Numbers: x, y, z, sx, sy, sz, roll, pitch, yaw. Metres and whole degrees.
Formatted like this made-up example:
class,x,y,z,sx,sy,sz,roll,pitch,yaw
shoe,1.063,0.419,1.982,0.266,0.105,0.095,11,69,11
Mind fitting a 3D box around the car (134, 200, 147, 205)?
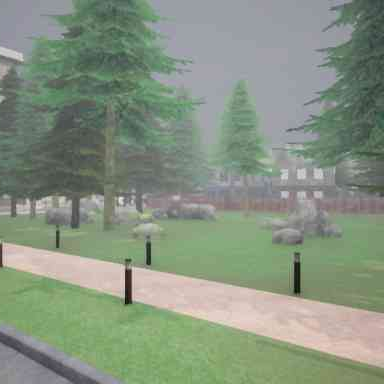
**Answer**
class,x,y,z,sx,sy,sz,roll,pitch,yaw
car,-8.411,1.525,60.609,1.882,1.535,5.008,0,0,37
